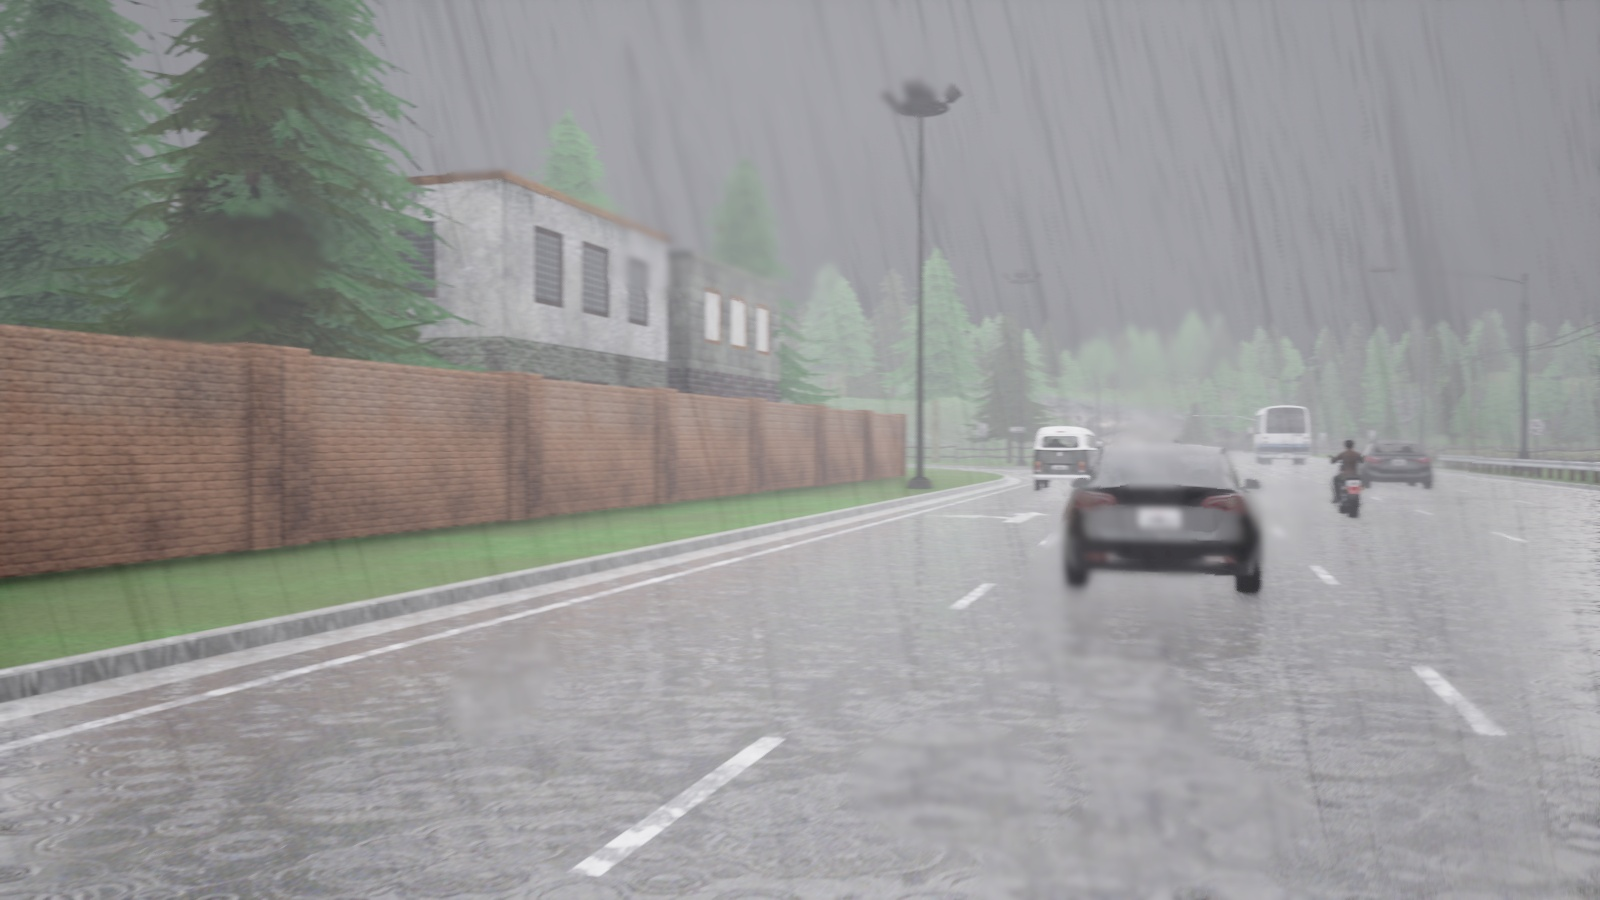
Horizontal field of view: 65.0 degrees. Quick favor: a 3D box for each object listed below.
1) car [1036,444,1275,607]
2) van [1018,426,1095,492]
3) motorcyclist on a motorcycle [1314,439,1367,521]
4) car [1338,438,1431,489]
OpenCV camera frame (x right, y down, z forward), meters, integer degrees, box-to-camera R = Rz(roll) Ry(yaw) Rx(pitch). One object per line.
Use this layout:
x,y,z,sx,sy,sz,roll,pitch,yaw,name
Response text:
4.020,0.684,14.164,2.163,1.488,4.792,0,0,17,car
8.476,0.273,41.179,2.069,2.038,4.480,0,0,17,van
11.386,0.597,26.523,0.766,1.649,2.350,0,0,17,motorcyclist on a motorcycle
20.120,0.435,43.432,2.242,1.667,4.611,0,0,17,car
